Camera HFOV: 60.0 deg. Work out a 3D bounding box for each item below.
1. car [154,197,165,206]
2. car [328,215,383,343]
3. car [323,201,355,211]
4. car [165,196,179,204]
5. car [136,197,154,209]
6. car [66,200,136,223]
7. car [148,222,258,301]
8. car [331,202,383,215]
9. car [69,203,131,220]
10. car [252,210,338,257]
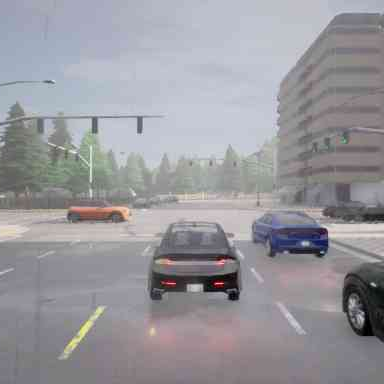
[{"bbox_3d":[-6.361,1.525,56.316,1.812,1.442,4.674,0,0,8],"label":"car"},{"bbox_3d":[3.600,1.352,3.829,2.097,1.767,4.553,0,0,0],"label":"car"},{"bbox_3d":[13.754,1.535,28.327,5.008,1.535,1.882,0,0,0],"label":"car"},{"bbox_3d":[-4.216,1.505,66.285,1.837,1.490,4.892,0,0,20],"label":"car"},{"bbox_3d":[-6.979,1.525,46.413,1.812,1.442,4.674,0,0,2],"label":"car"},{"bbox_3d":[-6.814,1.362,24.720,4.553,1.767,2.097,0,0,0],"label":"car"},{"bbox_3d":[0.068,1.492,8.335,2.128,1.511,4.902,0,0,0],"label":"car"},{"bbox_3d":[13.333,1.660,24.826,4.718,1.301,1.895,0,0,0],"label":"car"},{"bbox_3d":[-7.696,1.622,28.222,4.718,1.301,1.895,0,0,0],"label":"car"},{"bbox_3d":[3.586,1.478,12.980,1.882,1.535,5.008,0,0,0],"label":"car"}]
